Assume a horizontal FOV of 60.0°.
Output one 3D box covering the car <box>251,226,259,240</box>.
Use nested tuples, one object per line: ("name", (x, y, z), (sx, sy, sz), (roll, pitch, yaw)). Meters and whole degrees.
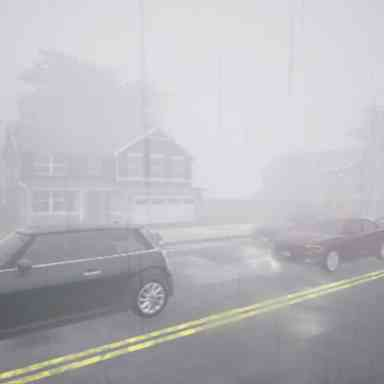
("car", (5.198, 1.611, 15.373), (5.357, 1.411, 2.033), (0, 0, -35))

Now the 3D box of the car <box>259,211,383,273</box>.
("car", (4.763, 1.528, 11.071), (5.008, 1.535, 1.882), (0, 0, -35))

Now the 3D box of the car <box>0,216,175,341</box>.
("car", (-2.612, 1.358, 5.809), (4.553, 1.767, 2.097), (0, 0, -35))

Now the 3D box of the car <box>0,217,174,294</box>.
("car", (-3.331, 1.561, 9.289), (5.357, 1.411, 2.033), (0, 0, -35))
